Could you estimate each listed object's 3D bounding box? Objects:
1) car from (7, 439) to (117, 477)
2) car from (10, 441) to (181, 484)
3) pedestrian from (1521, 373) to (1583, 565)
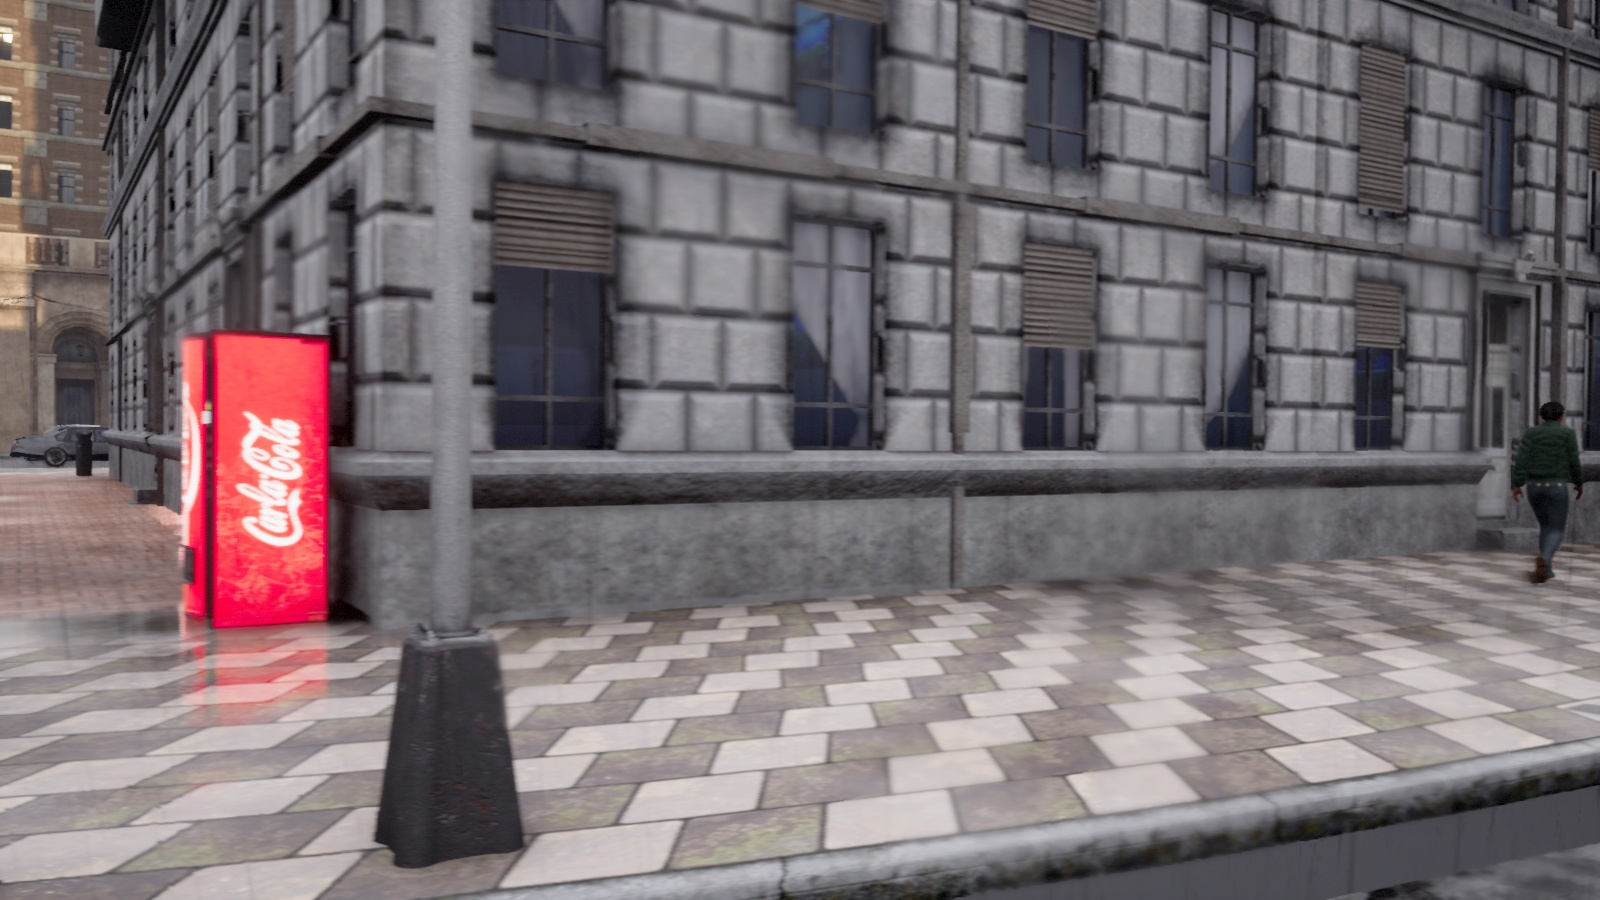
[{"bbox_3d":[-30.266,0.308,51.549,3.806,1.475,1.970,-1,1,-32],"label":"car"},{"bbox_3d":[-25.794,0.425,46.050,5.357,1.411,2.033,-1,1,-32],"label":"car"},{"bbox_3d":[7.436,0.181,12.415,0.614,1.847,0.353,-1,1,-42],"label":"pedestrian"}]
